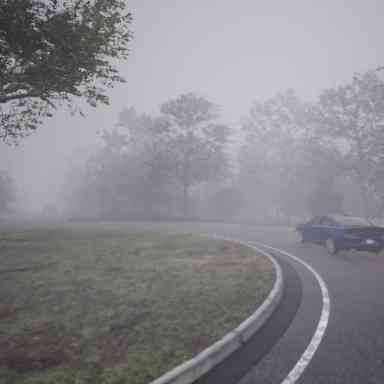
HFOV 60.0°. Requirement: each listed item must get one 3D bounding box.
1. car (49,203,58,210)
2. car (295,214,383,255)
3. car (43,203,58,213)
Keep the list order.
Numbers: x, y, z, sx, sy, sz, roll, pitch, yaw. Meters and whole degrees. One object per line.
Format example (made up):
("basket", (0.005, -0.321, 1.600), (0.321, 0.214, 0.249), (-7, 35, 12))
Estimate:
("car", (-31.535, 3.257, 75.668), (1.812, 1.442, 4.674), (0, -1, -21))
("car", (6.147, 1.675, 14.376), (1.882, 1.535, 5.008), (0, -1, -5))
("car", (-25.930, 2.910, 60.833), (2.097, 1.767, 4.553), (0, -1, -21))
